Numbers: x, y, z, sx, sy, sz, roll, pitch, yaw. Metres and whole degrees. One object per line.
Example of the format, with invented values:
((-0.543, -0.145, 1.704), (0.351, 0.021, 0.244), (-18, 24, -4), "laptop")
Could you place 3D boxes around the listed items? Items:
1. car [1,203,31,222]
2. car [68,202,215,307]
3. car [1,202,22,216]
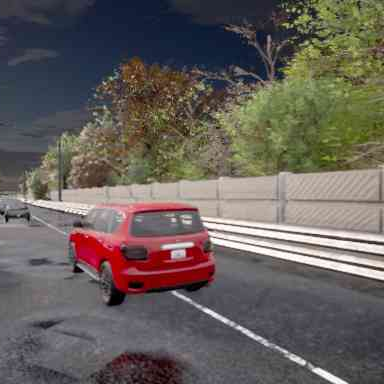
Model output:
((-15.400, 1.754, 29.341), (2.128, 1.511, 4.902), (0, 0, -30), "car")
((-1.625, 1.275, 8.527), (2.150, 2.045, 5.566), (0, 0, -31), "car")
((-20.971, 1.919, 38.590), (1.994, 1.385, 4.181), (0, 0, -30), "car")
